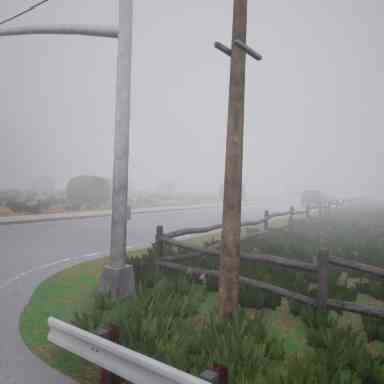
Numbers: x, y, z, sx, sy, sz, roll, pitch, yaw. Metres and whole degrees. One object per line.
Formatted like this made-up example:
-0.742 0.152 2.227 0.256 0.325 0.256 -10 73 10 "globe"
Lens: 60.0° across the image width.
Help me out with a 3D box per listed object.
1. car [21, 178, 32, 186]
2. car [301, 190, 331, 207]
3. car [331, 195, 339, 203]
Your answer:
-39.208 -2.341 79.243 1.905 1.878 3.866 8 2 -13 "car"
15.385 0.808 41.846 2.150 2.045 5.566 3 2 34 "car"
21.135 1.131 50.745 1.994 1.385 4.181 3 2 33 "car"
